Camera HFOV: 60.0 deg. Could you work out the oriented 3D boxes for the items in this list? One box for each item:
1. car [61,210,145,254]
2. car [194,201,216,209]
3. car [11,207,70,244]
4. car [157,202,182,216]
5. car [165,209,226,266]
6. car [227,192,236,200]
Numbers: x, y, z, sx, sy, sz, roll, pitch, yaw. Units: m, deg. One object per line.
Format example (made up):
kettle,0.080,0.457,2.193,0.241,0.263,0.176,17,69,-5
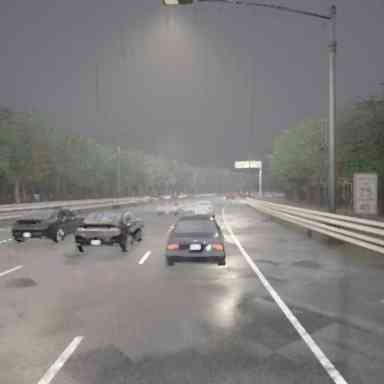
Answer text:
car,-3.148,1.480,13.534,2.128,1.511,4.902,0,0,2
car,1.139,1.514,30.096,1.812,1.442,4.674,0,0,4
car,-6.568,1.487,15.843,1.837,1.490,4.892,0,0,2
car,-2.089,1.582,32.369,1.895,1.301,4.718,0,0,5
car,0.166,1.542,11.545,2.033,1.411,5.357,0,0,2
car,11.067,1.137,93.658,2.150,2.045,5.566,0,0,14
